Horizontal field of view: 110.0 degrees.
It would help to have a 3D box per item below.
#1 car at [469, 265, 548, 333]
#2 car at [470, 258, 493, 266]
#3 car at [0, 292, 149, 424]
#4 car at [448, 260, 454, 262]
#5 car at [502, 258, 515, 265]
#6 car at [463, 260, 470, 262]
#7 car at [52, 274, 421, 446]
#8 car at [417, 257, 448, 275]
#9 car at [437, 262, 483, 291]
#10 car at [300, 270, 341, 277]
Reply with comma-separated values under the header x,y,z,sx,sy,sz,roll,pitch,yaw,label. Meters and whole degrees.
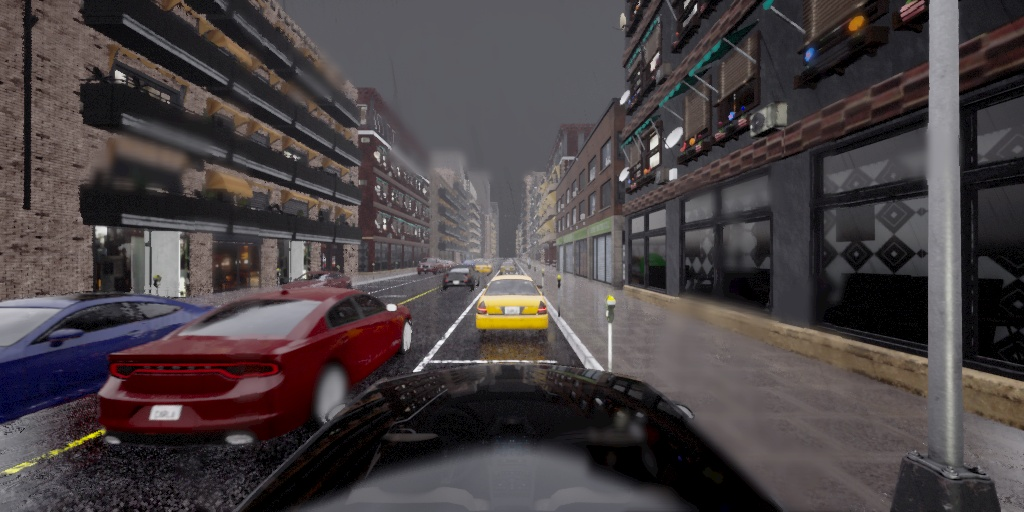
x,y,z,sx,sy,sz,roll,pitch,yaw,label
0.005,1.207,10.689,1.801,1.575,5.366,0,0,0,car
-3.144,1.206,39.463,1.801,1.575,5.366,0,0,0,car
-6.246,1.276,4.849,1.812,1.442,4.674,0,0,0,car
-8.837,1.188,44.643,1.967,1.591,4.097,0,0,0,car
-0.456,1.275,39.173,1.751,1.417,4.829,0,0,0,car
-6.146,1.241,50.445,1.882,1.535,5.008,0,0,0,car
-3.045,1.228,5.626,1.882,1.535,5.008,0,0,0,car
-8.837,1.064,39.007,2.192,1.841,5.009,0,0,0,car
-3.045,1.276,21.874,1.812,1.442,4.674,0,0,0,car
-8.837,1.333,16.462,1.802,1.307,4.207,0,0,0,car
